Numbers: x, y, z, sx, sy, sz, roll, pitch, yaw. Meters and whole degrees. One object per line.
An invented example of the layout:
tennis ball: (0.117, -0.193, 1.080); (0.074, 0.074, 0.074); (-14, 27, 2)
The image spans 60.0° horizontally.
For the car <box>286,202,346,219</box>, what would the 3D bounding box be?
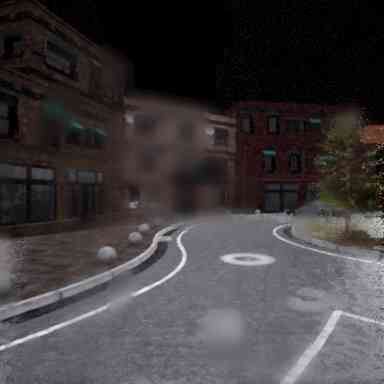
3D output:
car: (10.902, 1.491, 28.721); (5.357, 1.411, 2.033); (0, 0, -17)
